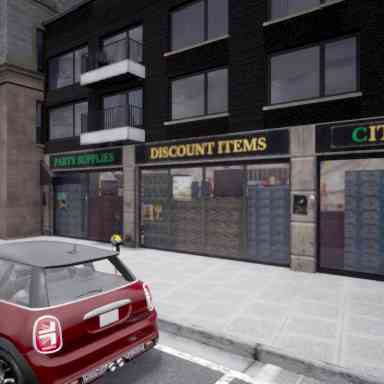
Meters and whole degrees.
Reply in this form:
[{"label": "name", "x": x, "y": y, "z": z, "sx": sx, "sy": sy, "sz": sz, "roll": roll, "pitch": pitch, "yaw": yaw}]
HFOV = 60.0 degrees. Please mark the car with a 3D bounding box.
[{"label": "car", "x": -2.509, "y": 1.440, "z": 4.872, "sx": 4.097, "sy": 1.590, "sz": 1.967, "roll": 0, "pitch": 0, "yaw": 36}]
